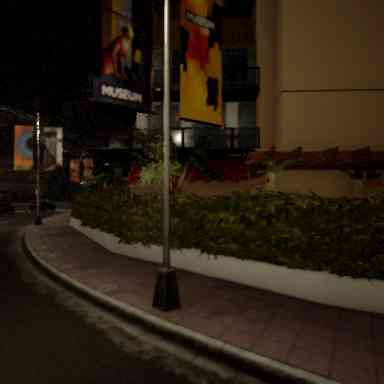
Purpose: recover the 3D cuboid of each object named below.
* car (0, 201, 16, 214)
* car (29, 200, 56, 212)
[{"bbox_3d":[-21.747,1.728,37.855,1.994,1.385,4.181,0,0,-5],"label":"car"},{"bbox_3d":[-18.480,1.694,41.399,2.128,1.511,4.902,0,0,-3],"label":"car"}]
